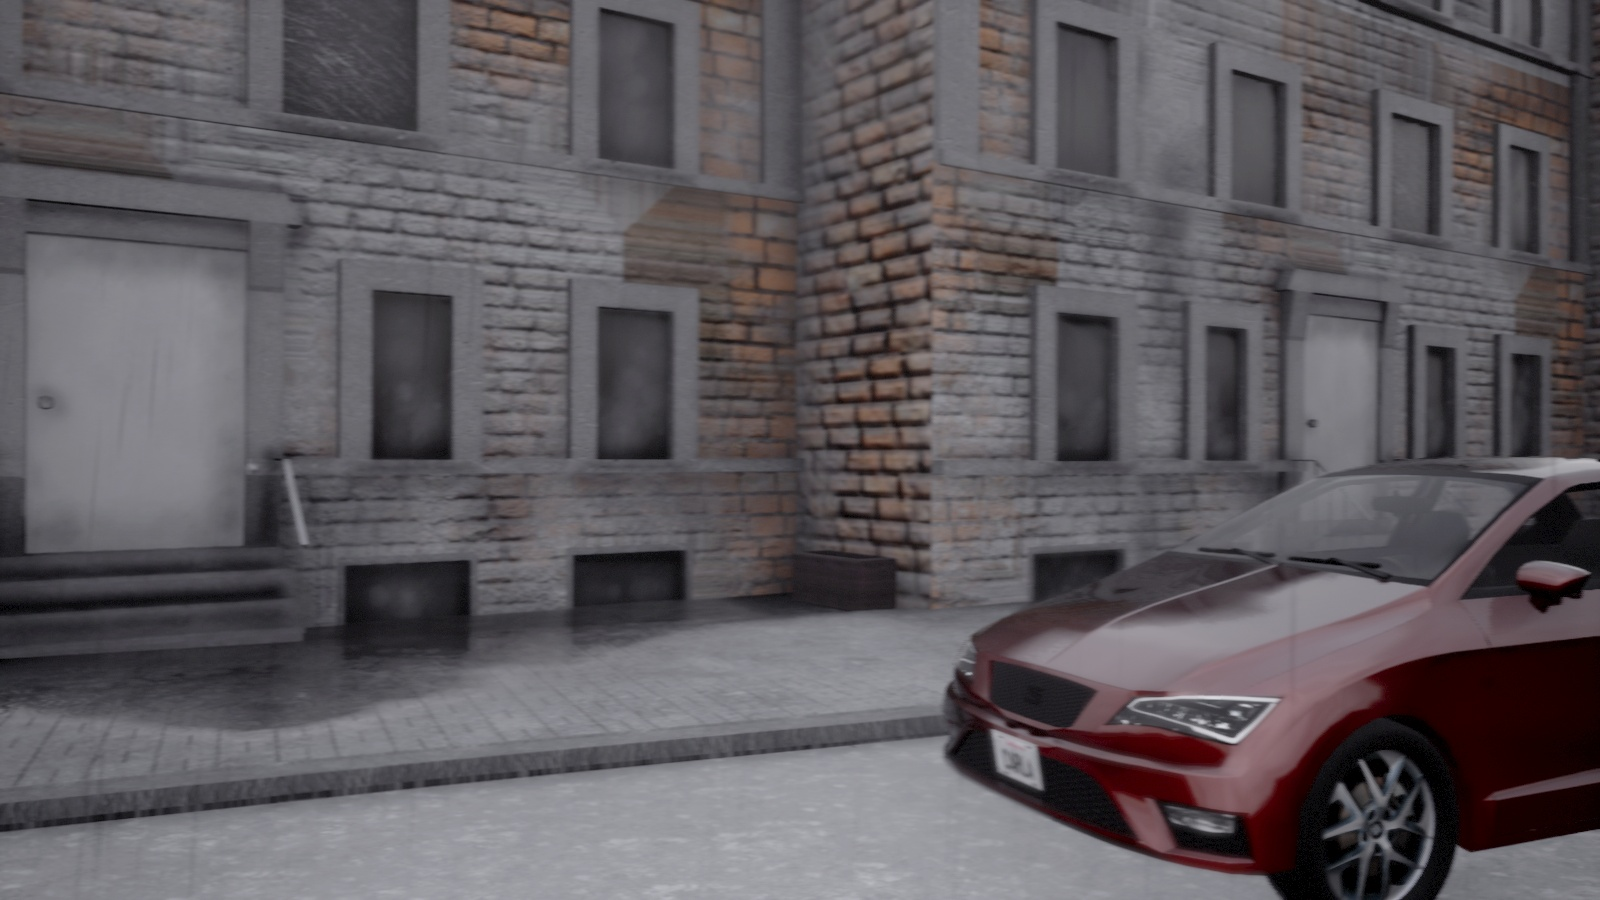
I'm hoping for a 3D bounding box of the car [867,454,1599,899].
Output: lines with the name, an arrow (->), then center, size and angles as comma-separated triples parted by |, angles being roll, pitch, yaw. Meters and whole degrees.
car -> 2.555, 0.758, 5.101 | 4.193, 1.474, 1.816 | 0, 0, -24
